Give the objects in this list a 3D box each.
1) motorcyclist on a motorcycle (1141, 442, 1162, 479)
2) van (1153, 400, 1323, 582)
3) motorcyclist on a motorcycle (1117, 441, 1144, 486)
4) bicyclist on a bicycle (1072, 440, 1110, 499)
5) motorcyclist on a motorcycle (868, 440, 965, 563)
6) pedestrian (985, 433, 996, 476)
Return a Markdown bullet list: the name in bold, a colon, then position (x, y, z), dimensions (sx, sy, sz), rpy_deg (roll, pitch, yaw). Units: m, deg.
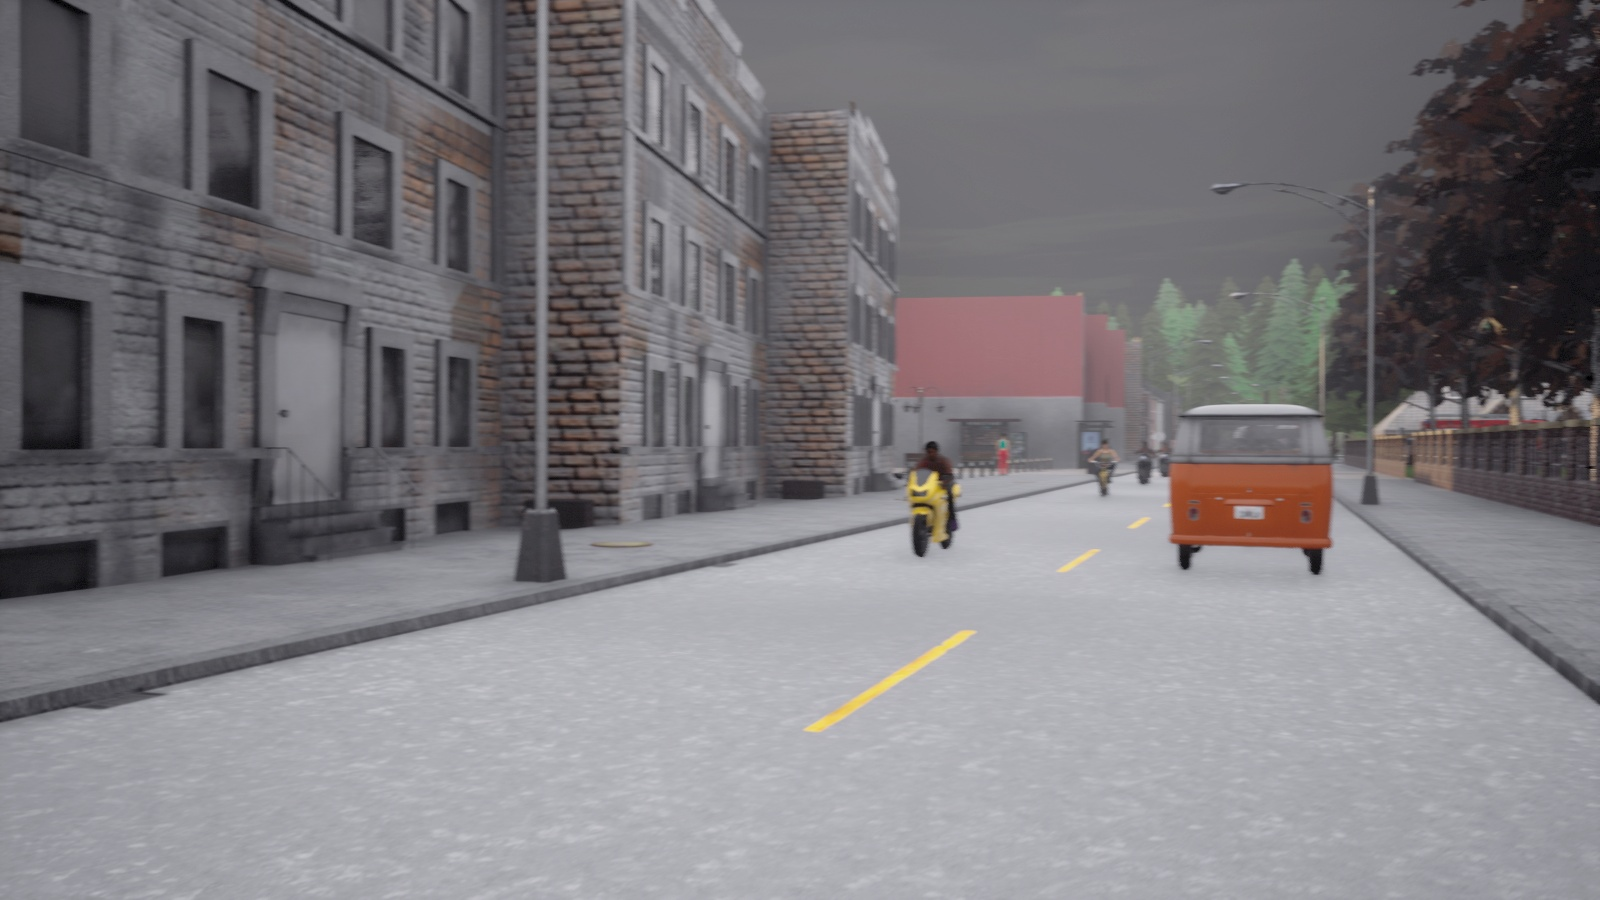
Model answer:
- **motorcyclist on a motorcycle**: position (15.960, 0.456, 57.009), dimensions (0.766, 1.649, 2.350), rpy_deg (0, 1, 20)
- **van**: position (5.611, 0.437, 16.108), dimensions (1.775, 1.987, 4.442), rpy_deg (0, 0, 20)
- **motorcyclist on a motorcycle**: position (12.425, 0.493, 47.132), dimensions (0.766, 1.649, 2.350), rpy_deg (0, 1, 20)
- **bicyclist on a bicycle**: position (8.163, 0.524, 35.199), dimensions (0.866, 1.612, 1.509), rpy_deg (0, 0, 19)
- **motorcyclist on a motorcycle**: position (1.584, 0.639, 16.727), dimensions (0.797, 1.523, 2.044), rpy_deg (0, 0, 20)
- **pedestrian**: position (8.083, 0.191, 53.301), dimensions (0.345, 1.836, 0.594), rpy_deg (0, 0, 20)
